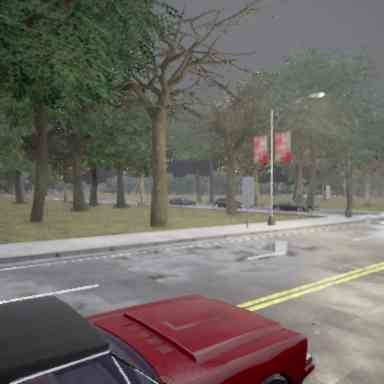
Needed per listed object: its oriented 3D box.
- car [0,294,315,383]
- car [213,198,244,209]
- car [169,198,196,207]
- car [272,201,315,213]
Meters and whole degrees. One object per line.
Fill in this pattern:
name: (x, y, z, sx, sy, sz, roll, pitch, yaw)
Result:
car: (-1.072, 1.603, 2.641, 4.718, 1.301, 1.895, 0, 0, -38)
car: (4.938, 1.562, 45.177, 1.837, 1.490, 4.892, 0, 0, -38)
car: (-1.571, 1.597, 53.511, 2.033, 1.411, 5.357, 0, 0, -38)
car: (11.217, 1.669, 37.154, 1.895, 1.301, 4.718, 0, 0, -38)
